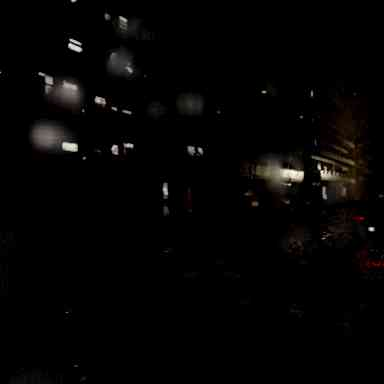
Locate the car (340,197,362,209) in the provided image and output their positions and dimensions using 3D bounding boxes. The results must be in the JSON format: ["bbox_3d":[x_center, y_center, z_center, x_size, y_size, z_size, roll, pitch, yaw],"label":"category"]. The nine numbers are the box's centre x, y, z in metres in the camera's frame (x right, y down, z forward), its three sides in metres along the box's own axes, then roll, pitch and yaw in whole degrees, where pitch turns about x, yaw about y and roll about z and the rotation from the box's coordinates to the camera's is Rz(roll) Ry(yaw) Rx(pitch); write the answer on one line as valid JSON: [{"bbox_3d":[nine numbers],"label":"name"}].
[{"bbox_3d":[17.403,1.261,37.396,1.947,1.339,4.313,0,0,36],"label":"car"}]

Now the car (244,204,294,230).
[{"bbox_3d":[4.722,1.407,20.118,1.887,1.381,4.507,0,0,36],"label":"car"}]

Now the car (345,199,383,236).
[{"bbox_3d":[9.052,1.298,16.109,1.837,1.490,4.892,-1,0,36],"label":"car"}]

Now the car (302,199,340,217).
[{"bbox_3d":[10.738,1.333,28.234,2.008,1.369,4.403,0,0,36],"label":"car"}]

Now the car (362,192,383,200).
[{"bbox_3d":[27.397,0.882,51.137,2.192,1.841,5.009,0,0,36],"label":"car"}]
